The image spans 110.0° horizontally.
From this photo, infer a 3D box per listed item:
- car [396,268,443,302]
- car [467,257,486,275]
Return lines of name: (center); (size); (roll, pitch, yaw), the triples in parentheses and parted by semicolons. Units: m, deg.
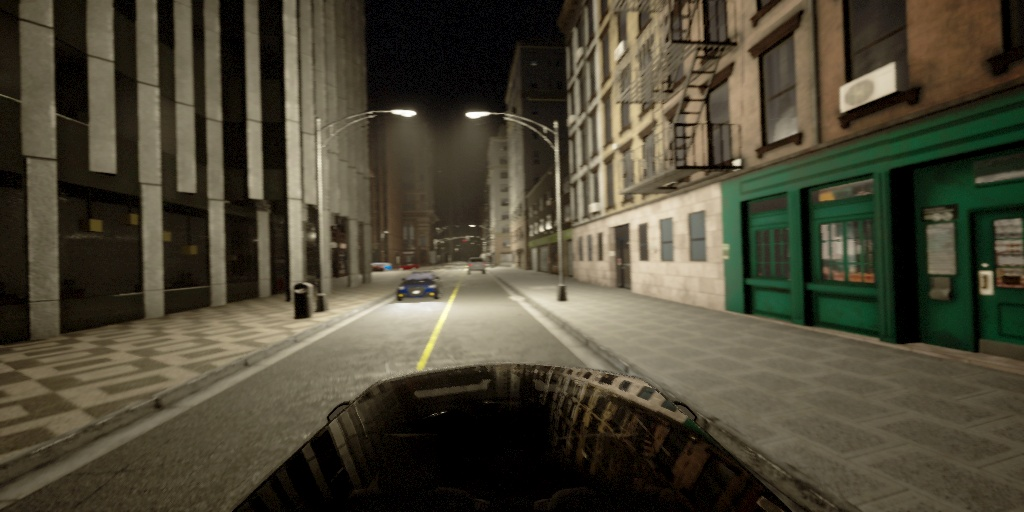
car: (-4.692, 1.507, 18.723); (1.994, 1.385, 4.181); (-2, 0, -6)
car: (-4.476, 1.237, 45.085); (2.150, 2.045, 5.566); (-2, -1, -7)
